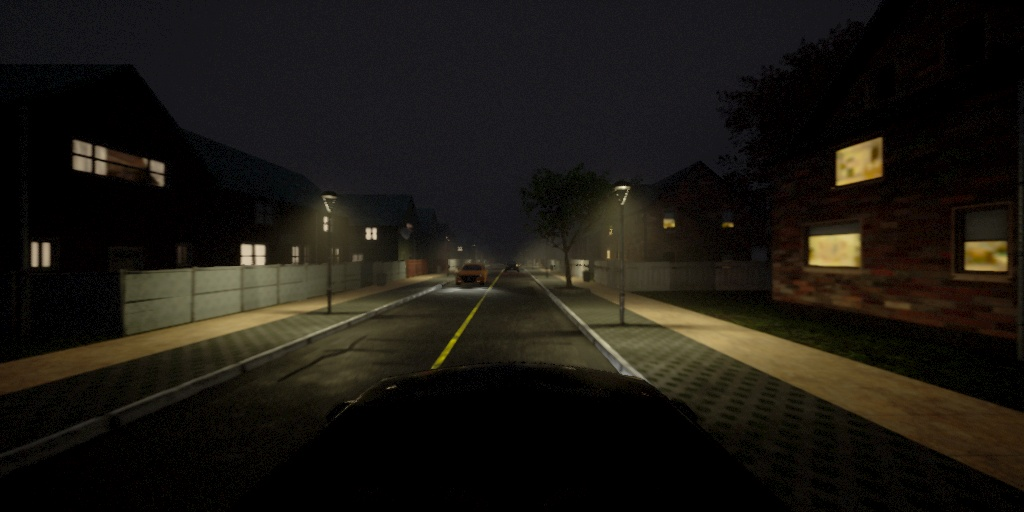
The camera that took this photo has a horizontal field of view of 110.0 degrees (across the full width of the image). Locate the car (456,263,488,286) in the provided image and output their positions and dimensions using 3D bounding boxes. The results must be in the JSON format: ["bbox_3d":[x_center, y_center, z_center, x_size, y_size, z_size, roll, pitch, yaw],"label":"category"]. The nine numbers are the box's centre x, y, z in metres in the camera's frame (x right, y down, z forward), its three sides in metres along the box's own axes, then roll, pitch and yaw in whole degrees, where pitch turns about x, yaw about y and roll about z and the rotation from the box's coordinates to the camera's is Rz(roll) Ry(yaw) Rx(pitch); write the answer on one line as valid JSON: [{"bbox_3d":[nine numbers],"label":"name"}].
[{"bbox_3d":[-2.779,1.259,25.715,1.882,1.535,5.008,0,0,1],"label":"car"}]

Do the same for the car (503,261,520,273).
[{"bbox_3d":[-0.002,1.399,46.769,1.812,1.442,4.674,0,0,0],"label":"car"}]
